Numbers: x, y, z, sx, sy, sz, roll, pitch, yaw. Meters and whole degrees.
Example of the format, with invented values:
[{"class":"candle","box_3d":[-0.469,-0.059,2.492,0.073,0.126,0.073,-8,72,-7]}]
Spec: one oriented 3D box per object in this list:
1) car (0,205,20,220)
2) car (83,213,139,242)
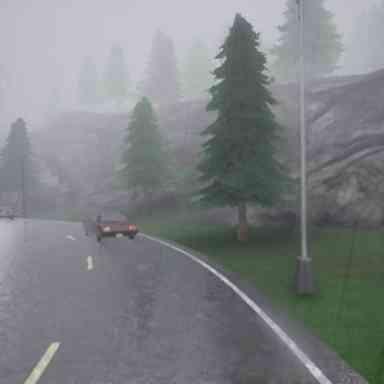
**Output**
[{"class":"car","box_3d":[-18.323,1.916,30.905,5.357,1.411,2.033,-1,0,29]},{"class":"car","box_3d":[-4.448,1.760,17.536,1.895,1.301,4.718,0,0,-28]}]
